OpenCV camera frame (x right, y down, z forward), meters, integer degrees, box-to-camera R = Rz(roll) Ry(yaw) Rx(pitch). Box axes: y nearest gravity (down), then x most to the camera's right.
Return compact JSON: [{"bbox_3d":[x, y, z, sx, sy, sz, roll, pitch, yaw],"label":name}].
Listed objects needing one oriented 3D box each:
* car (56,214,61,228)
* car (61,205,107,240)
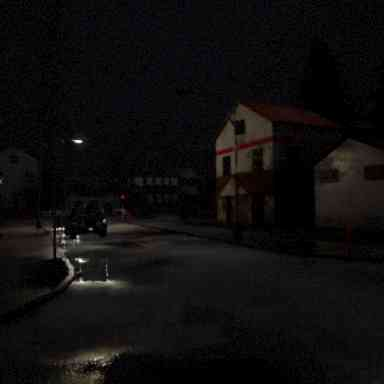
[{"bbox_3d":[-12.001,2.624,32.089,1.994,1.385,4.181,0,-2,-26],"label":"car"},{"bbox_3d":[-7.254,1.943,22.386,2.150,2.045,5.566,0,-2,-26],"label":"car"}]
